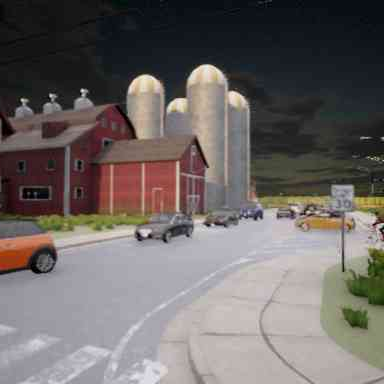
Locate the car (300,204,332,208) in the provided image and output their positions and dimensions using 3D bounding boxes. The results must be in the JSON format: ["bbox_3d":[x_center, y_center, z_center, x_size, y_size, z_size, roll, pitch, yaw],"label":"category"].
[{"bbox_3d":[14.565,2.308,37.373,3.866,1.878,1.905,0,-2,23],"label":"car"}]

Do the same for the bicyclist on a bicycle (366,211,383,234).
[{"bbox_3d":[8.790,1.728,15.493,0.582,1.620,1.656,1,-2,-33],"label":"bicyclist on a bicycle"}]

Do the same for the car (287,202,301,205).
[{"bbox_3d":[15.370,2.530,49.839,2.150,2.045,5.566,0,-2,23],"label":"car"}]

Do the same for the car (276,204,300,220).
[{"bbox_3d":[11.402,2.546,40.251,2.128,1.511,4.902,0,-2,23],"label":"car"}]

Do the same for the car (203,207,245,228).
[{"bbox_3d":[2.681,2.283,28.871,2.033,1.411,5.357,0,-2,23],"label":"car"}]

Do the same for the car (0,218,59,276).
[{"bbox_3d":[-6.130,1.561,9.181,2.097,1.767,4.553,-1,-2,32],"label":"car"}]

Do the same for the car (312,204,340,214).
[{"bbox_3d":[24.048,3.068,59.632,4.611,1.667,2.242,0,-2,23],"label":"car"}]

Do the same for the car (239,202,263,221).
[{"bbox_3d":[6.806,2.217,38.645,2.150,2.045,5.566,0,-2,23],"label":"car"}]

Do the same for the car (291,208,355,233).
[{"bbox_3d":[9.805,2.168,24.745,4.193,1.474,1.816,0,-2,23],"label":"car"}]

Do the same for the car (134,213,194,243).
[{"bbox_3d":[-1.455,1.965,19.011,2.128,1.511,4.902,0,-2,23],"label":"car"}]
